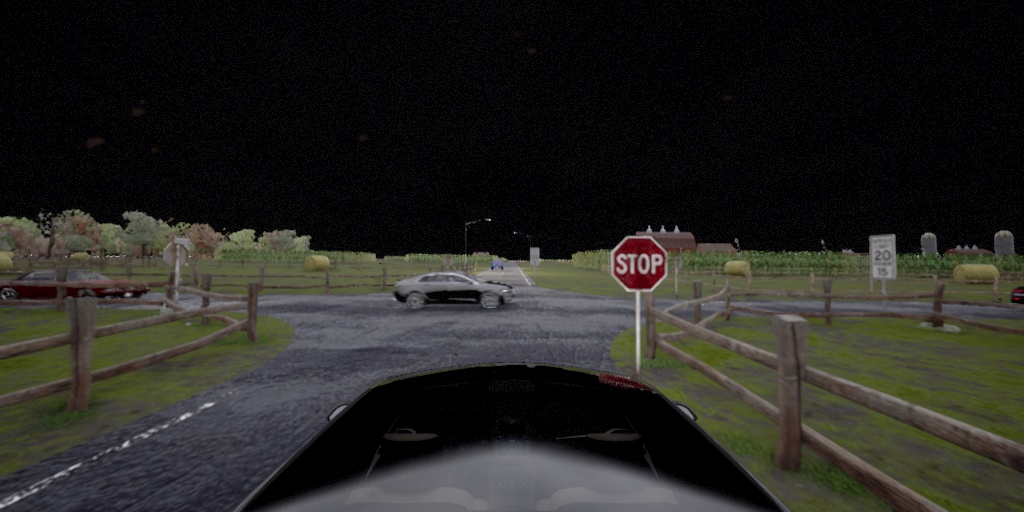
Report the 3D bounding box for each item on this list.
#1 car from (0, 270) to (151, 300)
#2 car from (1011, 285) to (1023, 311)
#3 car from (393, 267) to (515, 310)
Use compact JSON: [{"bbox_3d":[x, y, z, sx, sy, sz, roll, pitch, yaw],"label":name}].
[{"bbox_3d":[-17.782,1.226,14.546,4.718,1.301,1.895,1,-1,-1],"label":"car"},{"bbox_3d":[24.119,1.688,15.002,4.892,1.490,1.837,1,-1,-1],"label":"car"},{"bbox_3d":[-2.346,1.366,14.704,4.902,1.511,2.128,0,0,-1],"label":"car"}]
